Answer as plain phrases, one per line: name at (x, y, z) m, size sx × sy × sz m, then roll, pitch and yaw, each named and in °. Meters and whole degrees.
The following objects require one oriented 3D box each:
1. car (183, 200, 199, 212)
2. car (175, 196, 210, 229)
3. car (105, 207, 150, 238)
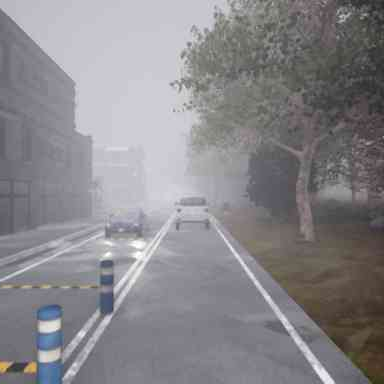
car at (-0.124, 1.649, 40.808) m, size 1.895 × 1.301 × 4.718 m, roll 0°, pitch 0°, yaw -1°
car at (0.022, 1.262, 22.350) m, size 2.150 × 2.045 × 5.566 m, roll 0°, pitch 0°, yaw -1°
car at (-3.398, 1.562, 18.190) m, size 1.812 × 1.442 × 4.674 m, roll 0°, pitch 0°, yaw 0°
